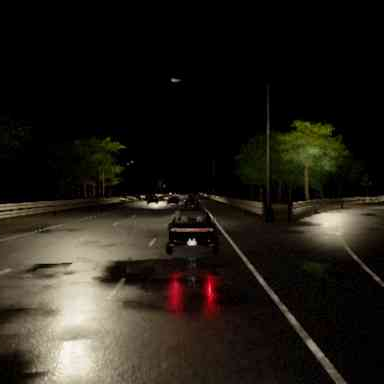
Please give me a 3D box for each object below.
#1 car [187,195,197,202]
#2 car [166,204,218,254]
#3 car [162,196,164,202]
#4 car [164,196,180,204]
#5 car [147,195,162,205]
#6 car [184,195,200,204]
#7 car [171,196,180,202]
[{"bbox_3d":[-0.001,1.336,71.400,1.882,1.535,5.008,0,0,0],"label":"car"},{"bbox_3d":[-0.001,1.469,13.385,2.128,1.511,4.902,0,0,0],"label":"car"},{"bbox_3d":[-7.001,1.395,71.024,1.994,1.385,4.181,0,0,0],"label":"car"},{"bbox_3d":[-3.501,1.536,60.283,1.994,1.385,4.181,0,0,0],"label":"car"},{"bbox_3d":[-7.000,1.475,59.866,1.837,1.490,4.892,0,0,0],"label":"car"},{"bbox_3d":[-0.001,1.464,43.104,1.837,1.490,4.892,0,0,0],"label":"car"},{"bbox_3d":[-3.501,1.443,71.171,1.895,1.301,4.718,0,0,0],"label":"car"}]
